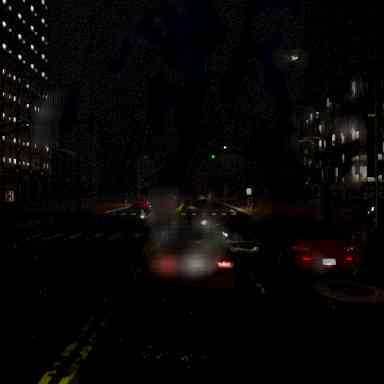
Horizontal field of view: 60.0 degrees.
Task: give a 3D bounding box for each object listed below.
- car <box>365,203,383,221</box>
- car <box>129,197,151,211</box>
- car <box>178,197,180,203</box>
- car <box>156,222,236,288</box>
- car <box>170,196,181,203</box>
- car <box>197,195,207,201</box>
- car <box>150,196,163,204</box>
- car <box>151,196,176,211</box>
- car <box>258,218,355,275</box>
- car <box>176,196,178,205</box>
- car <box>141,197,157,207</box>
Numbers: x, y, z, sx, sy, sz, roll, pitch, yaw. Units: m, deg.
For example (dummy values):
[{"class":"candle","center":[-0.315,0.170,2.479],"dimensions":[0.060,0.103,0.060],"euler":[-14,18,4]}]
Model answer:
[{"class":"car","center":[16.988,1.313,26.625],"dimensions":[5.566,2.045,2.150],"euler":[0,0,3]},{"class":"car","center":[-6.654,1.495,42.160],"dimensions":[1.882,1.535,5.008],"euler":[0,0,0]},{"class":"car","center":[-3.413,1.495,59.051],"dimensions":[2.128,1.511,4.902],"euler":[0,0,0]},{"class":"car","center":[0.086,1.556,9.362],"dimensions":[2.033,1.411,5.357],"euler":[0,0,0]},{"class":"car","center":[-3.427,1.558,69.084],"dimensions":[1.994,1.385,4.181],"euler":[0,0,-1]},{"class":"car","center":[2.537,1.495,82.766],"dimensions":[1.812,1.442,4.674],"euler":[0,0,-4]},{"class":"car","center":[-6.668,1.506,62.446],"dimensions":[1.837,1.490,4.892],"euler":[0,0,0]},{"class":"car","center":[-3.399,1.370,40.539],"dimensions":[2.097,1.767,4.553],"euler":[0,0,0]},{"class":"car","center":[3.336,1.535,10.393],"dimensions":[1.812,1.442,4.674],"euler":[0,0,0]},{"class":"car","center":[-3.409,1.517,49.431],"dimensions":[1.837,1.490,4.892],"euler":[0,0,0]},{"class":"car","center":[-6.665,1.536,52.081],"dimensions":[1.812,1.442,4.674],"euler":[0,0,0]}]
